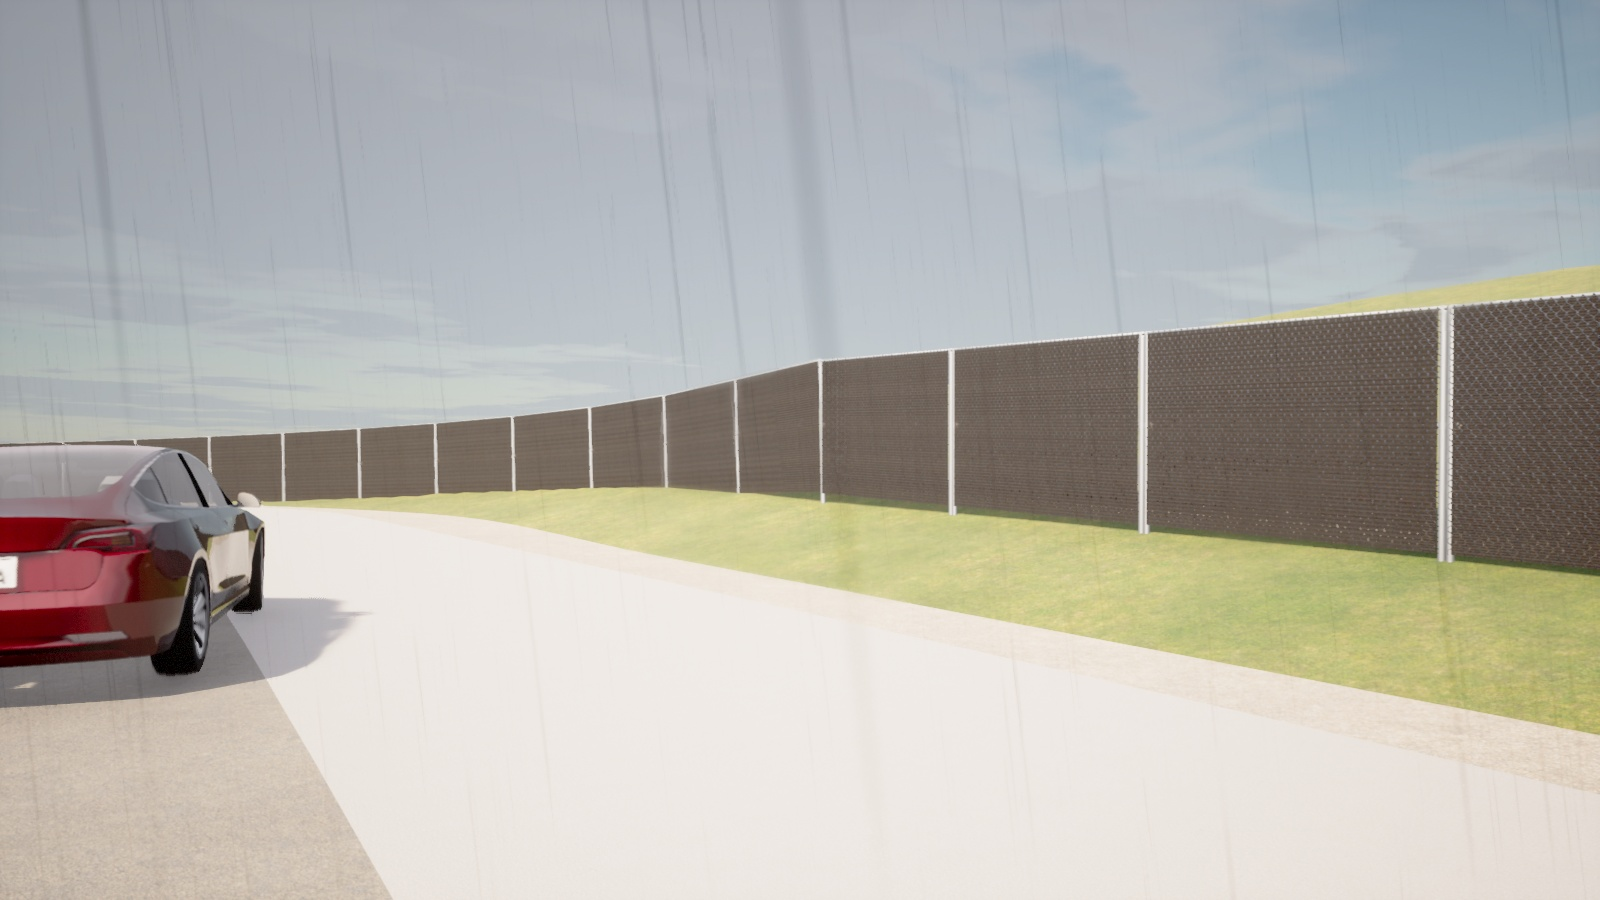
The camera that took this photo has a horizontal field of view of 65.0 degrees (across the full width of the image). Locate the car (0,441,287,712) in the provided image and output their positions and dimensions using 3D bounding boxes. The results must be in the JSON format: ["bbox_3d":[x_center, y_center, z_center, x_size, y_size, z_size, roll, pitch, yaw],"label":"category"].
[{"bbox_3d":[-5.199,0.690,9.226,2.163,1.488,4.792,-1,1,-16],"label":"car"}]
